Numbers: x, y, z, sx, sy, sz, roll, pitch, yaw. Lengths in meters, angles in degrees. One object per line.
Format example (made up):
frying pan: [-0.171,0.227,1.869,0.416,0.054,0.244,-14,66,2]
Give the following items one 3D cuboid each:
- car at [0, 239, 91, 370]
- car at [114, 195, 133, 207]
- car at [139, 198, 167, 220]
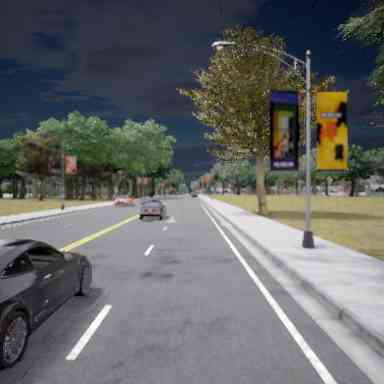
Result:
car: [-3.153,1.509,5.544,1.812,1.442,4.674,0,0,0]
car: [-9.832,1.213,47.932,2.097,1.767,4.553,0,0,0]
car: [-3.153,1.463,27.462,2.033,1.411,5.357,0,0,0]
